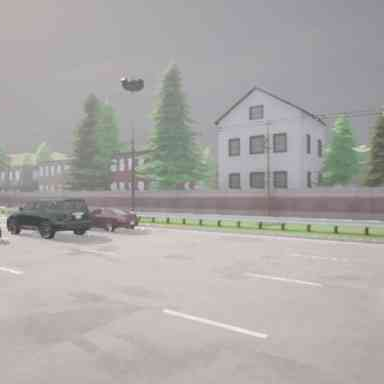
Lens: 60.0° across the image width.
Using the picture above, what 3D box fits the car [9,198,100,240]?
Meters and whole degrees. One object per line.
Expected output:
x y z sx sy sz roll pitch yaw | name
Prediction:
-7.862 1.354 18.201 5.566 2.045 2.150 0 0 35 | car

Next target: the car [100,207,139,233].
-5.340 1.652 20.687 4.674 1.442 1.812 0 0 35 | car

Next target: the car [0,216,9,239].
-11.081 1.708 16.199 4.181 1.385 1.994 -1 0 36 | car
